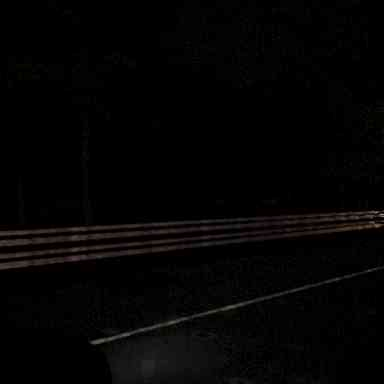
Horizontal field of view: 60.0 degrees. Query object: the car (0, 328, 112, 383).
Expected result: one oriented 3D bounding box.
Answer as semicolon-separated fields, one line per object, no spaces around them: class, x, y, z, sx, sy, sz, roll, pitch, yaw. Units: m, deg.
car;-2.741;1.518;1.792;4.674;1.442;1.812;1;0;-36
